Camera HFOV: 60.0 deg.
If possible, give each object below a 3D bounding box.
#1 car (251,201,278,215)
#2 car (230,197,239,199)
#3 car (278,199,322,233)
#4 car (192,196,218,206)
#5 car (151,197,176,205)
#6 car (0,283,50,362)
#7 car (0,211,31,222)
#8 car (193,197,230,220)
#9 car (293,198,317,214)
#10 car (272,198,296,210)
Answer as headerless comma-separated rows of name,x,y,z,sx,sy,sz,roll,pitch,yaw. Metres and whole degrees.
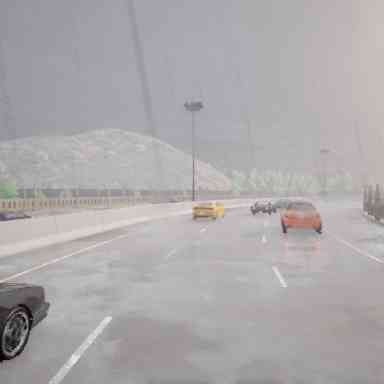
car,7.411,1.599,33.777,1.895,1.301,4.718,0,0,23
car,6.774,1.561,54.819,1.994,1.385,4.181,0,0,34
car,6.442,1.351,20.005,2.097,1.767,4.553,0,0,14
car,2.156,1.476,54.179,1.882,1.535,5.008,0,0,33
car,-4.216,1.503,50.222,1.837,1.490,4.892,0,0,29
car,-3.379,1.547,2.911,2.033,1.411,5.357,0,0,4
car,-9.053,1.601,15.479,1.895,1.301,4.718,0,0,10
car,1.533,1.477,28.068,1.882,1.535,5.008,0,0,18
car,12.339,1.476,36.124,1.882,1.535,5.008,0,0,26
car,11.948,1.562,42.942,1.994,1.385,4.181,0,0,29
